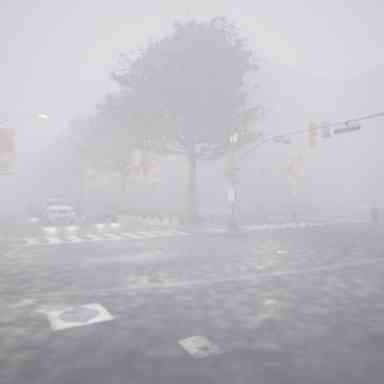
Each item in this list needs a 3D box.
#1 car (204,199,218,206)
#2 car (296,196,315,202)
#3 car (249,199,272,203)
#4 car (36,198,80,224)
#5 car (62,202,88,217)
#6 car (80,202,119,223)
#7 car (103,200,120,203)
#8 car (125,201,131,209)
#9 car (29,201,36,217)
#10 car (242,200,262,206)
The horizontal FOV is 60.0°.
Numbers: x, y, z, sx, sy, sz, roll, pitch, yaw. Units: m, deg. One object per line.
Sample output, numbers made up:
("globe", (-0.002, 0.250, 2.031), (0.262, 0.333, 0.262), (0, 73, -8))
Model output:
("car", (3.458, 2.281, 69.707), (2.161, 1.482, 4.786), (0, -1, -32))
("car", (28.847, 2.115, 85.884), (2.435, 2.045, 5.566), (0, -1, -32))
("car", (13.373, 2.094, 61.496), (2.002, 1.452, 4.674), (0, -1, -32))
("car", (-11.606, 1.570, 28.559), (2.150, 2.045, 5.566), (0, -1, -32))
("car", (-13.519, 1.973, 38.383), (1.837, 1.490, 4.892), (0, -1, -31))
("car", (-8.279, 1.913, 29.822), (2.033, 1.411, 5.357), (0, -1, -32))
("car", (-13.704, 2.167, 54.063), (1.837, 1.490, 4.892), (0, -1, -32))
("car", (-12.487, 2.201, 58.945), (1.882, 1.535, 5.008), (0, -1, -32))
("car", (-16.854, 1.802, 37.134), (2.097, 1.767, 4.553), (0, -1, -31))
("car", (13.546, 2.409, 75.449), (1.895, 1.301, 4.718), (0, -1, -32))
